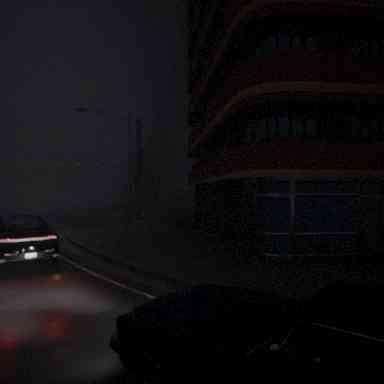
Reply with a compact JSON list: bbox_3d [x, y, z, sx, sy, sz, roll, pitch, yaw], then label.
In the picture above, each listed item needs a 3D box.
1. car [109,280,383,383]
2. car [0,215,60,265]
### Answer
[{"bbox_3d":[1.379,1.601,3.186,4.718,1.301,1.895,0,0,36],"label":"car"},{"bbox_3d":[-5.778,1.492,10.923,2.128,1.511,4.902,0,0,-36],"label":"car"}]
